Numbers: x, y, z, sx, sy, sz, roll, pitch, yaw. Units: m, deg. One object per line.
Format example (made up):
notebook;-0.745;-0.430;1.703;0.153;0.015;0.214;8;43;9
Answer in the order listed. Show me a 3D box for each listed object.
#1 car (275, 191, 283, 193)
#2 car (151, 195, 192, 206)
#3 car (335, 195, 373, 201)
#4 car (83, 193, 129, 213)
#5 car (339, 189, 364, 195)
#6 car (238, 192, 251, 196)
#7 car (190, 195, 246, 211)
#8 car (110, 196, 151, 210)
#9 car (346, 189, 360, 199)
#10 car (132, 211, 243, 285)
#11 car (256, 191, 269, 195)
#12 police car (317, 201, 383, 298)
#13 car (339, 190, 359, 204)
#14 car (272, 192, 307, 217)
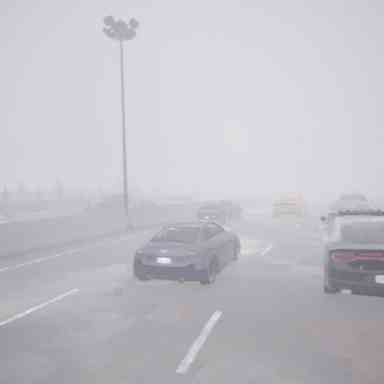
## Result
car;17.913;0.457;67.772;1.994;1.385;4.181;-1;-1;28
car;-1.422;1.098;31.412;2.097;1.767;4.553;-1;1;28
car;7.550;1.112;15.906;1.882;1.535;5.008;-1;1;26
car;-8.328;1.149;33.328;2.150;2.045;5.566;-1;0;28
car;10.135;0.864;20.873;2.097;1.767;4.553;-1;1;28
car;10.883;0.627;69.448;1.812;1.442;4.674;-1;-1;28
car;1.954;1.240;22.194;1.837;1.490;4.892;-2;1;27
car;-5.042;1.391;32.046;2.033;1.411;5.357;-1;1;28
car;25.280;0.293;52.122;1.837;1.490;4.892;-1;1;28
car;0.047;1.473;9.376;1.994;1.385;4.181;-1;1;20
car;14.821;0.530;69.409;1.994;1.385;4.181;-1;-1;28
police car;4.151;1.230;8.066;1.930;1.638;5.238;-1;1;21
car;18.753;0.595;39.696;1.837;1.490;4.892;-1;0;28
car;7.553;1.022;25.437;1.882;1.535;5.008;-1;1;27
